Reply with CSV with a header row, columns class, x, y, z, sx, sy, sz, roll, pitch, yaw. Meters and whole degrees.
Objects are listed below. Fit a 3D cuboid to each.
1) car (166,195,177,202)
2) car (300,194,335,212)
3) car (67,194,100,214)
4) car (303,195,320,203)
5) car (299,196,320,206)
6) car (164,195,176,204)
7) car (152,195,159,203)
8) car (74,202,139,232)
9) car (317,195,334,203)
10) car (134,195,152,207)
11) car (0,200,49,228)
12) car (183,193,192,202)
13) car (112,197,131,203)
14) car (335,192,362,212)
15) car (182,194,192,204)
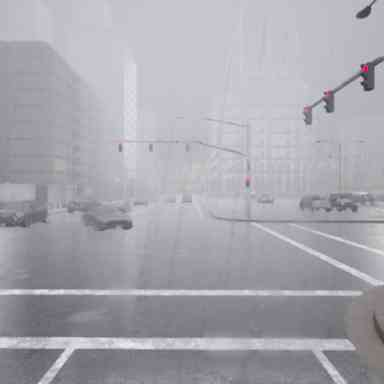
class,x,y,z,sx,sy,sz,roll,pitch,yaw
car,-4.515,1.376,74.561,2.128,1.511,4.902,0,0,0
car,13.211,1.165,35.877,1.932,1.855,4.605,0,0,0
car,-11.434,1.234,35.600,2.150,2.045,5.566,0,0,0
car,24.545,1.418,68.403,1.970,1.475,3.806,0,0,0
car,18.793,1.413,53.296,1.970,1.475,3.806,0,0,0
car,-4.475,1.586,65.723,1.994,1.385,4.181,0,0,0
car,-7.990,1.438,69.031,2.097,1.767,4.553,0,0,0
car,-5.434,1.554,20.501,2.033,1.411,5.357,0,0,-32
car,27.440,1.386,68.406,1.784,1.438,3.905,0,0,0
car,-8.003,1.582,52.840,1.994,1.385,4.181,0,0,0
car,-11.195,1.359,21.840,2.097,1.767,4.553,0,0,-2
car,-1.015,1.206,74.547,2.097,1.767,4.553,0,0,0
car,-7.934,1.538,36.182,1.812,1.442,4.674,0,0,0
car,16.105,1.168,35.826,1.905,1.878,3.866,0,0,0
car,-0.975,1.623,65.819,1.895,1.301,4.718,0,0,0
